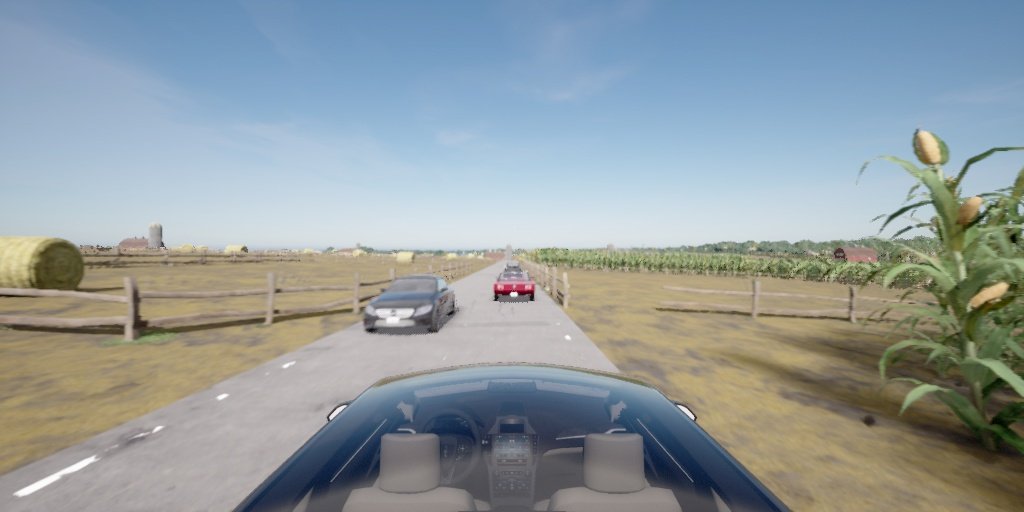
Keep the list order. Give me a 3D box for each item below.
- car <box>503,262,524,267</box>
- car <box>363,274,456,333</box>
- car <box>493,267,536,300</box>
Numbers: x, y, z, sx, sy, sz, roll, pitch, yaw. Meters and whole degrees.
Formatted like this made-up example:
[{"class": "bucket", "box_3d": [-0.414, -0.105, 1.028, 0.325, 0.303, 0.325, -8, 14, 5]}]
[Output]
[{"class": "car", "box_3d": [0.109, 1.343, 35.671, 2.128, 1.511, 4.902, 0, 0, 0]}, {"class": "car", "box_3d": [-2.847, 1.298, 10.926, 1.812, 1.442, 4.674, 0, 0, 0]}, {"class": "car", "box_3d": [0.098, 1.394, 17.764, 1.895, 1.301, 4.718, 0, 0, 0]}]
